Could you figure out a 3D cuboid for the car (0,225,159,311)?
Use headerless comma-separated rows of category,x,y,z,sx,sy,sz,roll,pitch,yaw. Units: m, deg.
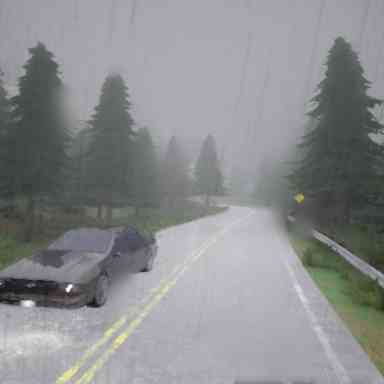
car,-2.314,1.555,8.285,2.033,1.411,5.357,1,0,10
